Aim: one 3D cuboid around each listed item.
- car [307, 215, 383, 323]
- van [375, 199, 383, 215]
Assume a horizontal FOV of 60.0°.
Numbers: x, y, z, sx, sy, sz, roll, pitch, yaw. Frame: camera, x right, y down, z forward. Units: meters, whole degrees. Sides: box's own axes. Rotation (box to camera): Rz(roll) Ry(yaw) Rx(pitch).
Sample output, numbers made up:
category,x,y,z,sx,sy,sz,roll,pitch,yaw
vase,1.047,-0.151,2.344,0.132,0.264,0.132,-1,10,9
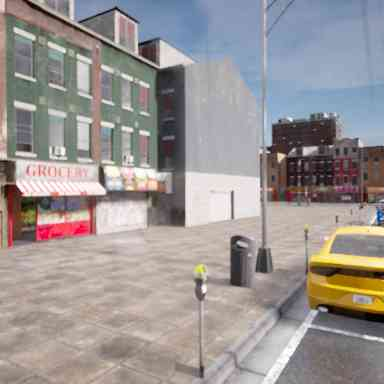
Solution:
category,x,y,z,sx,sy,sz,roll,pitch,yaw
car,3.854,1.476,7.166,1.882,1.535,5.008,0,0,31
van,12.841,1.345,21.422,1.690,1.788,3.998,-1,0,31
